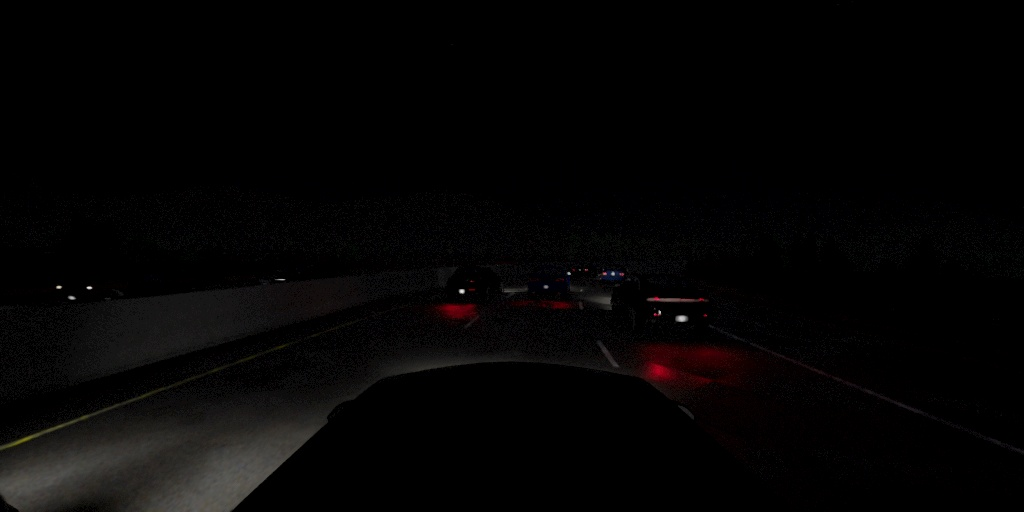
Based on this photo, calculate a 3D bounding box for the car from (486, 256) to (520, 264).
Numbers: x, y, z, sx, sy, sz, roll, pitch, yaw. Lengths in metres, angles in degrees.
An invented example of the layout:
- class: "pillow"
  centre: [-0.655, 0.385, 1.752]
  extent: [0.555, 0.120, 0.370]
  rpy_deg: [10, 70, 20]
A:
- class: "car"
  centre: [-1.276, 1.033, 42.896]
  extent: [2.150, 2.045, 5.566]
  rpy_deg: [0, 0, 24]

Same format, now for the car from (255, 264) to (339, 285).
- class: "car"
  centre: [-12.080, 1.210, 20.529]
  extent: [2.128, 1.511, 4.902]
  rpy_deg: [0, 0, 11]

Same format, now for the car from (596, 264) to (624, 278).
- class: "car"
  centre: [8.241, 1.383, 28.725]
  extent: [2.033, 1.411, 5.357]
  rpy_deg: [0, 0, 19]

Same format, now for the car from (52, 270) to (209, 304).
- class: "car"
  centre: [-16.427, 1.290, 15.822]
  extent: [1.895, 1.301, 4.718]
  rpy_deg: [0, 0, 9]

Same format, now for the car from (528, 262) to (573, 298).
- class: "car"
  centre: [2.021, 1.266, 18.827]
  extent: [1.882, 1.535, 5.008]
  rpy_deg: [0, 0, 11]

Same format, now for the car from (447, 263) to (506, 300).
- class: "car"
  centre: [-1.729, 1.272, 17.802]
  extent: [1.837, 1.490, 4.892]
  rpy_deg: [0, 0, 10]

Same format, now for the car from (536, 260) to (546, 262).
- class: "car"
  centre: [4.534, 1.380, 60.231]
  extent: [1.895, 1.301, 4.718]
  rpy_deg: [0, 0, 35]

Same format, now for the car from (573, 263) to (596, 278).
- class: "car"
  centre: [7.438, 1.391, 36.340]
  extent: [2.033, 1.411, 5.357]
  rpy_deg: [0, 0, 23]

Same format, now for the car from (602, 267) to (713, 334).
- class: "car"
  centre: [4.276, 1.278, 10.901]
  extent: [2.128, 1.511, 4.902]
  rpy_deg: [0, 0, 6]
